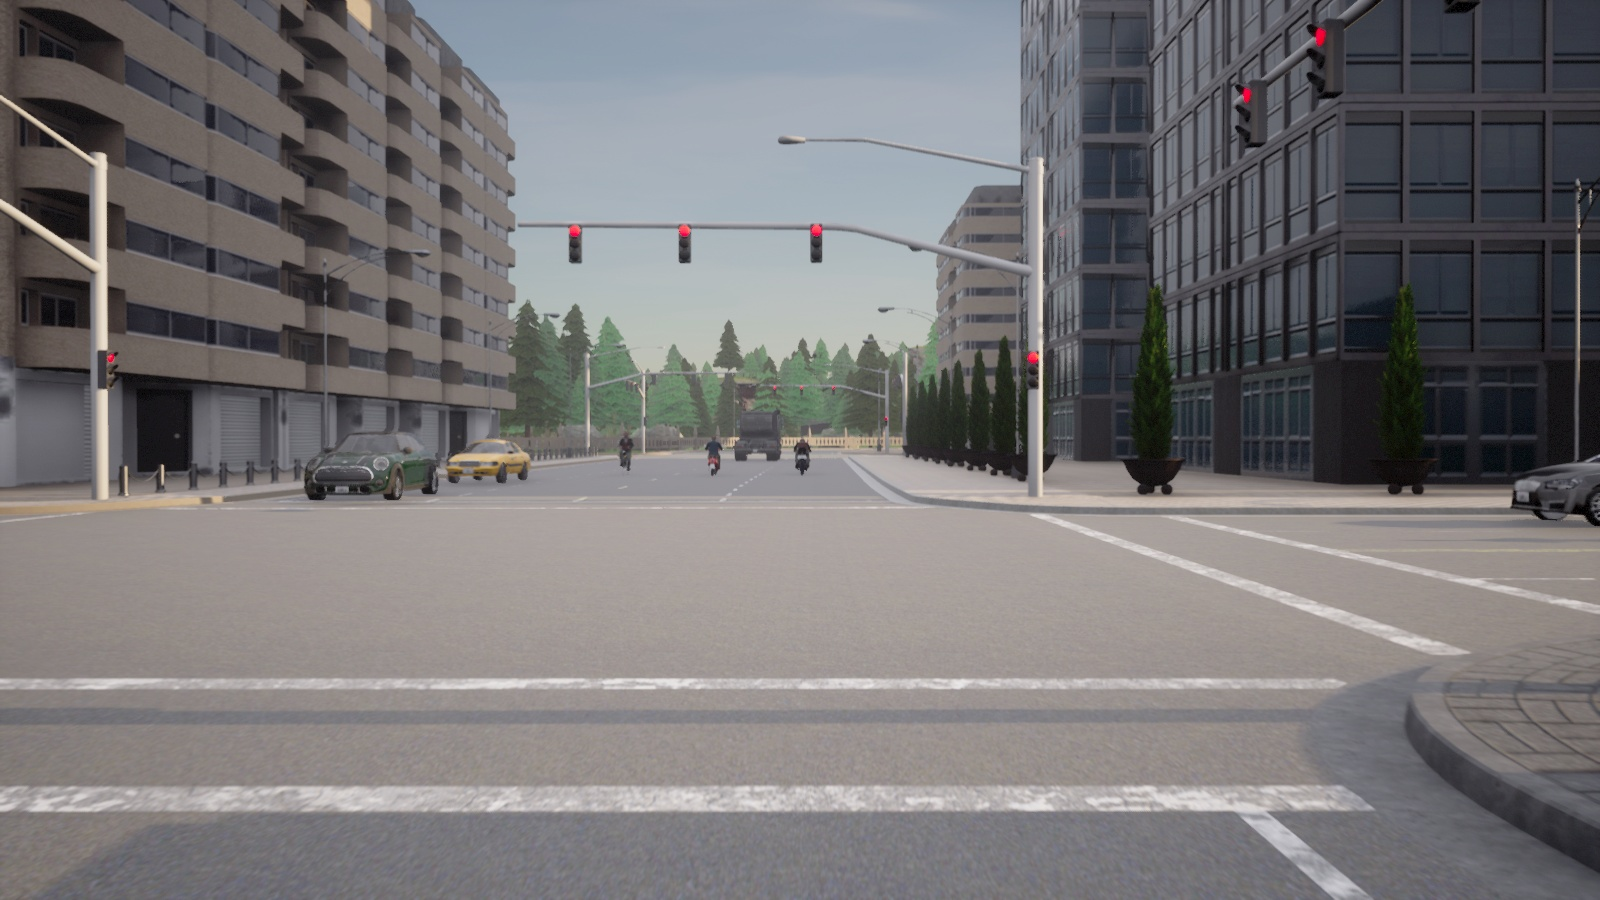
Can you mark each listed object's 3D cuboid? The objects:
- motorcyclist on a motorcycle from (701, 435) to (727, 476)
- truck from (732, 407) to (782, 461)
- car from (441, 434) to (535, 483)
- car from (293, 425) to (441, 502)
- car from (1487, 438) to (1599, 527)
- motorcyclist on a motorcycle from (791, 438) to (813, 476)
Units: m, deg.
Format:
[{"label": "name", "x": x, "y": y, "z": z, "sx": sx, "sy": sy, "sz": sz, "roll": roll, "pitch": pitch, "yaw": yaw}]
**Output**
[{"label": "motorcyclist on a motorcycle", "x": -3.419, "y": 0.202, "z": 50.021, "sx": 0.866, "sy": 1.590, "sz": 1.817, "roll": 0, "pitch": 1, "yaw": 1}, {"label": "truck", "x": -2.800, "y": -1.071, "z": 84.155, "sx": 2.891, "sy": 3.462, "sz": 7.936, "roll": 0, "pitch": 1, "yaw": 1}, {"label": "car", "x": -10.545, "y": 0.253, "z": 42.814, "sx": 1.801, "sy": 1.575, "sz": 5.366, "roll": 0, "pitch": 1, "yaw": 1}, {"label": "car", "x": -10.607, "y": 0.288, "z": 31.137, "sx": 2.097, "sy": 1.767, "sz": 4.553, "roll": 0, "pitch": 1, "yaw": 0}, {"label": "car", "x": 15.264, "y": 0.548, "z": 22.327, "sx": 4.902, "sy": 1.511, "sz": 2.128, "roll": 0, "pitch": 1, "yaw": 1}, {"label": "motorcyclist on a motorcycle", "x": 0.106, "y": 0.272, "z": 51.408, "sx": 0.866, "sy": 1.530, "sz": 2.191, "roll": 0, "pitch": 1, "yaw": 1}]
